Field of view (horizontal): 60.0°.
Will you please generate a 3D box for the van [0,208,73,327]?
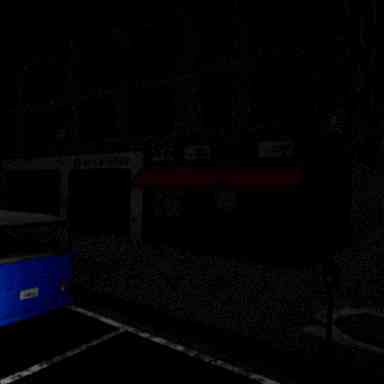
[{"bbox_3d":[-3.821,1.170,5.849,3.998,1.788,1.690,2,1,36],"label":"van"}]
